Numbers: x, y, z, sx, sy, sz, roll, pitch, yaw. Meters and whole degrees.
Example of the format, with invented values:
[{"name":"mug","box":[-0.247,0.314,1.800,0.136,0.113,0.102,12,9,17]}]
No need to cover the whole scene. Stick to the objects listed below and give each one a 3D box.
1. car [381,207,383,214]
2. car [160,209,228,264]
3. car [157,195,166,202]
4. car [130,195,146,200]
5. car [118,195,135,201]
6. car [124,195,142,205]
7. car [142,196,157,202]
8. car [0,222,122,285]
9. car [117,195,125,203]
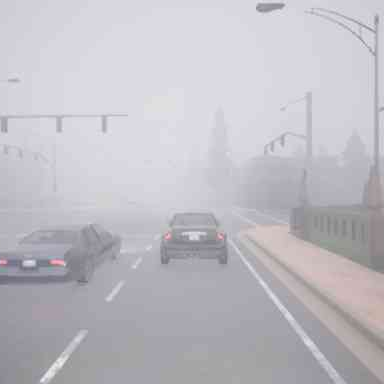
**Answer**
[{"name":"car","box":[21.961,1.563,34.797,4.892,1.490,1.837,0,0,0]},{"name":"car","box":[0.076,1.373,11.991,2.097,1.767,4.553,0,0,0]},{"name":"car","box":[-8.401,1.643,83.570,1.837,1.490,4.892,0,0,-35]},{"name":"car","box":[-14.842,1.602,91.327,4.718,1.301,1.895,0,0,43]},{"name":"car","box":[-17.617,1.571,89.140,4.902,1.511,2.128,0,0,43]},{"name":"car","box":[-10.589,1.580,59.806,1.882,1.535,5.008,0,0,-6]},{"name":"car","box":[-11.105,1.734,81.321,1.895,1.301,4.718,0,0,-35]},{"name":"car","box":[-3.435,1.564,9.566,2.033,1.411,5.357,0,0,0]},{"name":"car","box":[-15.308,1.483,74.799,2.097,1.767,4.553,0,0,-29]}]
